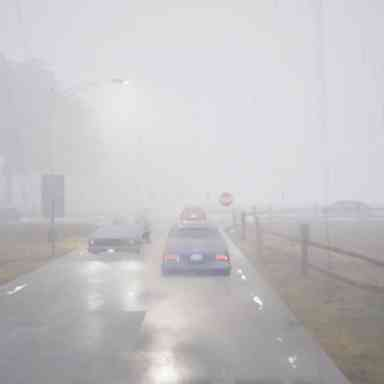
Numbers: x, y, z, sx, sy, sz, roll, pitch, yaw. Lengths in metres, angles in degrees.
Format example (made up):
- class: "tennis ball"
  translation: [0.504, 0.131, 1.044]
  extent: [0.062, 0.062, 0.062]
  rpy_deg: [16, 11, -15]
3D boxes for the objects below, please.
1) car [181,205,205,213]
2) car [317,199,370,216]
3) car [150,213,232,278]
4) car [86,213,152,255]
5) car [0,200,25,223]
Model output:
- class: "car"
  translation: [0.100, 1.713, 26.121]
  extent: [1.994, 1.385, 4.181]
  rpy_deg: [0, 0, 0]
- class: "car"
  translation: [14.277, 1.491, 31.729]
  extent: [4.892, 1.490, 1.837]
  rpy_deg: [-1, 0, 0]
- class: "car"
  translation: [0.095, 1.601, 10.322]
  extent: [2.033, 1.411, 5.357]
  rpy_deg: [0, 0, 0]
- class: "car"
  translation: [-2.745, 1.622, 13.934]
  extent: [2.033, 1.411, 5.357]
  rpy_deg: [0, 0, 0]
- class: "car"
  translation: [-17.647, 1.590, 28.988]
  extent: [5.566, 2.045, 2.150]
  rpy_deg: [-1, 0, 0]
